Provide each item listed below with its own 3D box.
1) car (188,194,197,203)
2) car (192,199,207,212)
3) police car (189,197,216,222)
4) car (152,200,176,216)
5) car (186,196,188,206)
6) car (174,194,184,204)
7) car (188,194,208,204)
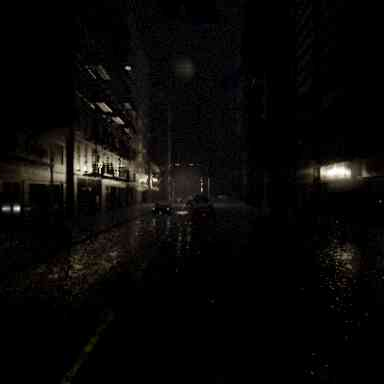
[{"bbox_3d":[0.074,1.428,78.456,2.150,2.045,5.566,0,0,0],"label":"car"},{"bbox_3d":[0.942,1.673,43.342,1.837,1.490,4.892,0,0,0],"label":"car"},{"bbox_3d":[0.925,1.523,27.452,1.930,1.638,5.238,0,0,0],"label":"police car"},{"bbox_3d":[-3.065,1.729,34.721,1.895,1.301,4.718,0,0,0],"label":"car"},{"bbox_3d":[0.058,1.611,61.256,2.097,1.767,4.553,0,0,0],"label":"car"},{"bbox_3d":[-2.930,1.550,75.222,2.150,2.045,5.566,0,0,0],"label":"car"},{"bbox_3d":[0.936,1.365,37.373,2.150,2.045,5.566,0,0,0],"label":"car"}]
